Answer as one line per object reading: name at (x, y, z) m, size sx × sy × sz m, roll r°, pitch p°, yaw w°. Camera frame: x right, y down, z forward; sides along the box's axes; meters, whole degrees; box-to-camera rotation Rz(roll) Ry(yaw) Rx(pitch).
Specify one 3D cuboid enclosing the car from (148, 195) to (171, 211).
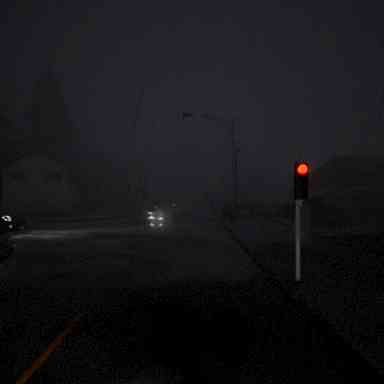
car at (-4.088, 1.491, 40.013) m, size 2.128 × 1.511 × 4.902 m, roll 0°, pitch 0°, yaw 0°

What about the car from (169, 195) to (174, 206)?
car at (-4.076, 1.525, 50.018) m, size 1.812 × 1.442 × 4.674 m, roll 0°, pitch 0°, yaw 0°

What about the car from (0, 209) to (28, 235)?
car at (-11.379, 1.352, 17.906) m, size 4.553 × 1.767 × 2.097 m, roll 0°, pitch 0°, yaw -1°

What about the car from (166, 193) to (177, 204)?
car at (-4.042, 1.218, 62.459) m, size 2.150 × 2.045 × 5.566 m, roll 0°, pitch 0°, yaw 0°
